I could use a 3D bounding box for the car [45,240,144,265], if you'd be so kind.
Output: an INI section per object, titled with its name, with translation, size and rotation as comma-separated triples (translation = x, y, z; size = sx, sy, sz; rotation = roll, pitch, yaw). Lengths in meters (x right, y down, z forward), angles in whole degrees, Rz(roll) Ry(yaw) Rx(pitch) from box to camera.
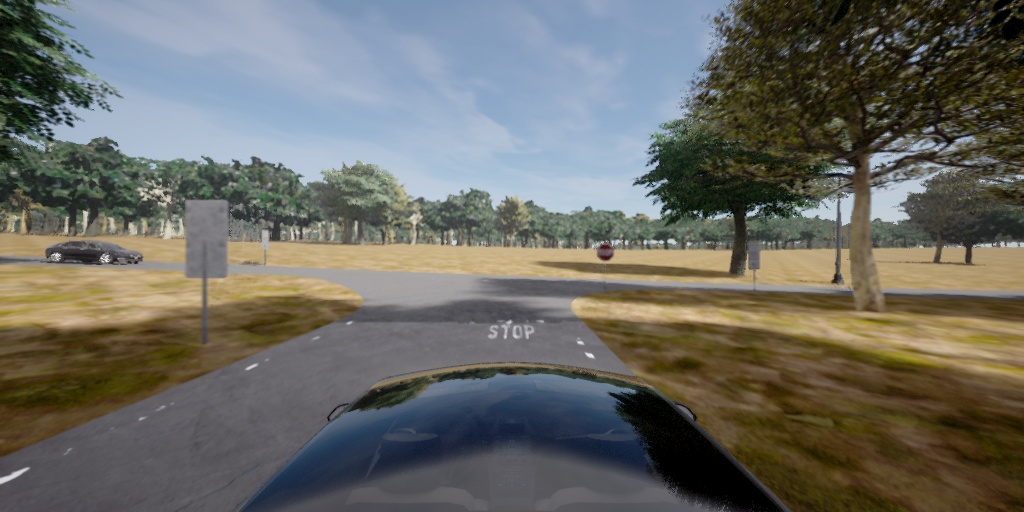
[car]
translation = -26.476, -0.221, 22.859
size = 4.892, 1.490, 1.837
rotation = 2, -1, -3
